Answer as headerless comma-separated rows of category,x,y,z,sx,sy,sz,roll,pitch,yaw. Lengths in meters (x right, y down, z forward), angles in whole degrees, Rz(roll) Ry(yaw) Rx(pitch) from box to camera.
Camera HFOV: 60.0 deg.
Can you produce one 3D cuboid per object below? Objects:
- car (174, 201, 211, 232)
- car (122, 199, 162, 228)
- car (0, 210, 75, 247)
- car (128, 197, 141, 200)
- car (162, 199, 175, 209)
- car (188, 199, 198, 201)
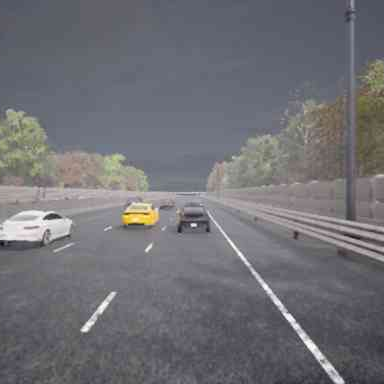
car,0.098,1.544,20.560,1.837,1.490,4.892,0,0,0
car,-3.400,1.520,22.605,1.882,1.535,5.008,0,0,0
car,-6.900,1.553,15.083,1.812,1.442,4.674,0,0,0
car,-6.901,1.437,40.803,2.097,1.767,4.553,0,0,0
car,-3.401,1.651,47.420,2.033,1.411,5.357,0,0,0
car,0.098,1.707,48.309,1.895,1.301,4.718,0,0,0
